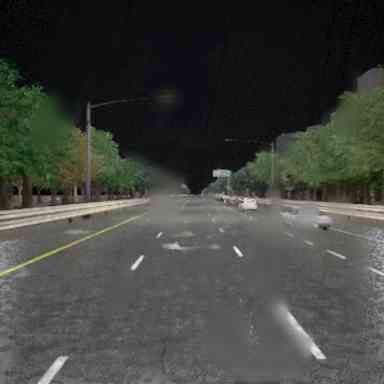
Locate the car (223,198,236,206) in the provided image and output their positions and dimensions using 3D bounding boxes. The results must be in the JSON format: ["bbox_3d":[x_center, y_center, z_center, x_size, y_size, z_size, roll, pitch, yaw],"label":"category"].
[{"bbox_3d":[7.186,1.761,59.374,2.128,1.511,4.902,0,0,0],"label":"car"}]

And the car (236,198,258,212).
[{"bbox_3d":[7.091,1.704,42.049,1.812,1.442,4.674,0,0,0],"label":"car"}]

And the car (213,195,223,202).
[{"bbox_3d":[7.427,1.944,89.523,1.837,1.490,4.892,0,0,1],"label":"car"}]

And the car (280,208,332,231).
[{"bbox_3d":[7.022,1.666,21.094,1.895,1.301,4.718,0,0,0],"label":"car"}]
